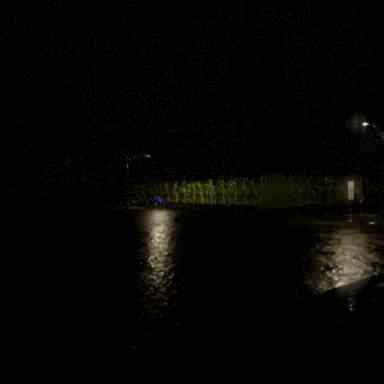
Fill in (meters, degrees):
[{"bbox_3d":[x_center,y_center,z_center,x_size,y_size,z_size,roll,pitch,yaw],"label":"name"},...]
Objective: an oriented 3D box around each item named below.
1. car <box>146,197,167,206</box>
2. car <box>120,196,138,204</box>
[{"bbox_3d":[-5.711,1.463,53.967,1.812,1.442,4.674,-2,1,-36],"label":"car"},{"bbox_3d":[-11.797,1.485,62.156,1.837,1.490,4.892,-2,1,-36],"label":"car"}]
